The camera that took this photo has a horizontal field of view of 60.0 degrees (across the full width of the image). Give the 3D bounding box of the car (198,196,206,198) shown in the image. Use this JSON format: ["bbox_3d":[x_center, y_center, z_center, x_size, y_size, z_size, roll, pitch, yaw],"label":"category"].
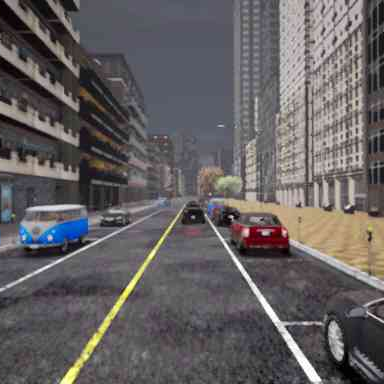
[{"bbox_3d":[2.689,1.811,58.275,2.192,1.841,5.009,0,-1,0],"label":"car"}]

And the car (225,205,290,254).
[{"bbox_3d":[2.693,1.553,14.091,1.967,1.590,4.097,0,0,0],"label":"car"}]

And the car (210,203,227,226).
[{"bbox_3d":[2.691,1.770,25.136,1.947,1.339,4.313,0,0,0],"label":"car"}]

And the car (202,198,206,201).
[{"bbox_3d":[2.689,1.997,52.749,2.008,1.369,4.403,0,-1,0],"label":"car"}]

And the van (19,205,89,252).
[{"bbox_3d":[-5.688,1.454,14.092,1.690,1.788,3.998,0,0,0],"label":"van"}]

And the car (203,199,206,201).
[{"bbox_3d":[2.690,1.899,41.704,2.008,1.369,4.403,0,-1,0],"label":"car"}]

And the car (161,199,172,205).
[{"bbox_3d":[-5.694,2.216,74.839,1.947,1.339,4.313,0,-1,0],"label":"car"}]

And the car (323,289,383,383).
[{"bbox_3d":[2.693,1.576,3.046,2.008,1.369,4.403,0,0,0],"label":"car"}]

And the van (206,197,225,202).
[{"bbox_3d":[2.691,1.641,36.184,1.690,1.788,3.998,0,-1,0],"label":"van"}]

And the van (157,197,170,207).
[{"bbox_3d":[-5.693,1.888,63.796,1.690,1.788,3.998,0,-1,0],"label":"van"}]

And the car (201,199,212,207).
[{"bbox_3d":[2.688,2.112,63.794,1.947,1.339,4.313,0,-1,0],"label":"car"}]

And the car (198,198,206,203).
[{"bbox_3d":[2.685,2.379,91.407,1.947,1.339,4.313,0,-1,0],"label":"car"}]

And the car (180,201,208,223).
[{"bbox_3d":[0.096,1.734,28.288,1.837,1.490,4.892,0,-1,0],"label":"car"}]

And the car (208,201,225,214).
[{"bbox_3d":[2.691,1.796,30.659,1.887,1.381,4.507,0,-1,0],"label":"car"}]

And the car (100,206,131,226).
[{"bbox_3d":[-5.690,1.755,25.136,2.008,1.369,4.403,0,0,0],"label":"car"}]

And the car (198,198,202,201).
[{"bbox_3d":[0.096,1.903,45.005,1.812,1.442,4.674,0,-1,0],"label":"car"}]
